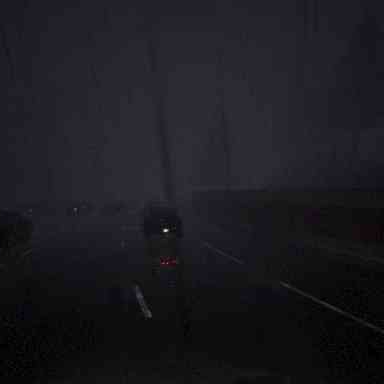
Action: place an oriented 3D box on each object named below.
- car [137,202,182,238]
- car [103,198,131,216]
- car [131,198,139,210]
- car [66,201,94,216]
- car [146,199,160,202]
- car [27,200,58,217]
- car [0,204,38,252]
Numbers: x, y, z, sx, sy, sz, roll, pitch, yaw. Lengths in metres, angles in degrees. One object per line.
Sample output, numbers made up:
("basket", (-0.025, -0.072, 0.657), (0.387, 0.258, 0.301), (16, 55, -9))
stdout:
("car", (-1.716, 1.504, 17.649), (1.837, 1.490, 4.892), (0, 0, -12))
("car", (-7.392, 1.476, 32.458), (1.882, 1.535, 5.008), (0, 0, -5))
("car", (-7.883, 1.490, 42.646), (2.128, 1.511, 4.902), (0, 0, -1))
("car", (-10.920, 1.562, 32.629), (1.994, 1.385, 4.181), (0, 0, -5))
("car", (-4.158, 1.502, 36.098), (1.837, 1.490, 4.892), (0, 0, -4))
("car", (-14.345, 1.477, 31.648), (1.882, 1.535, 5.008), (0, 0, -5))
("car", (-8.012, 1.477, 13.664), (1.882, 1.535, 5.008), (0, 0, -13))
